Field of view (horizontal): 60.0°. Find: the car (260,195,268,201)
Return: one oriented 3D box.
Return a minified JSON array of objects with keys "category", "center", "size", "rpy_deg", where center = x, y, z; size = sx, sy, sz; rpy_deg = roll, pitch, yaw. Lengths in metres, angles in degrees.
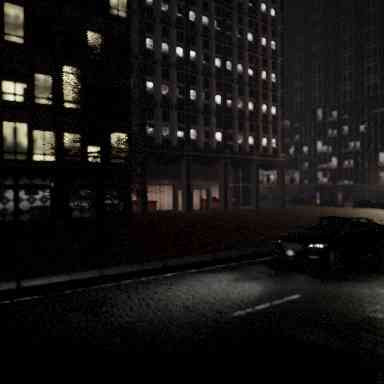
[{"category":"car","center":[15.118,1.368,73.879],"size":[1.802,1.307,4.206],"rpy_deg":[0,1,-35]}]

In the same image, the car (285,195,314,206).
[{"category":"car","center":[18.033,1.587,55.083],"size":[1.947,1.339,4.313],"rpy_deg":[0,1,-35]}]

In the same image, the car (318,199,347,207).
[{"category":"car","center":[21.256,1.651,50.402],"size":[1.802,1.307,4.206],"rpy_deg":[0,1,-35]}]

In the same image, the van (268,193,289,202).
[{"category":"van","center":[18.390,1.176,69.229],"size":[1.690,1.788,3.998],"rpy_deg":[0,1,-35]}]

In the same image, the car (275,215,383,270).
[{"category":"car","center":[4.888,1.552,11.319],"size":[4.902,1.511,2.128],"rpy_deg":[0,0,-36]}]

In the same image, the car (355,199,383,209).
[{"category":"car","center":[24.513,1.683,45.742],"size":[1.947,1.339,4.313],"rpy_deg":[0,1,-35]}]
